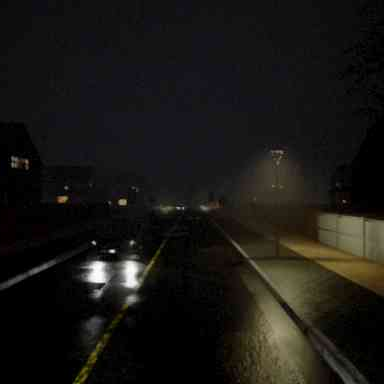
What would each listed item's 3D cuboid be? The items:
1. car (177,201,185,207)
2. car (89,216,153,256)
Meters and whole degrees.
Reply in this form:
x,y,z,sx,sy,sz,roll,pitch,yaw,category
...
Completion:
x,y,z,sx,sy,sz,roll,pitch,yaw,category
-2.742,3.041,83.708,2.128,1.511,4.902,0,-1,0,car
-2.846,1.780,14.538,2.033,1.411,5.357,0,-1,0,car
